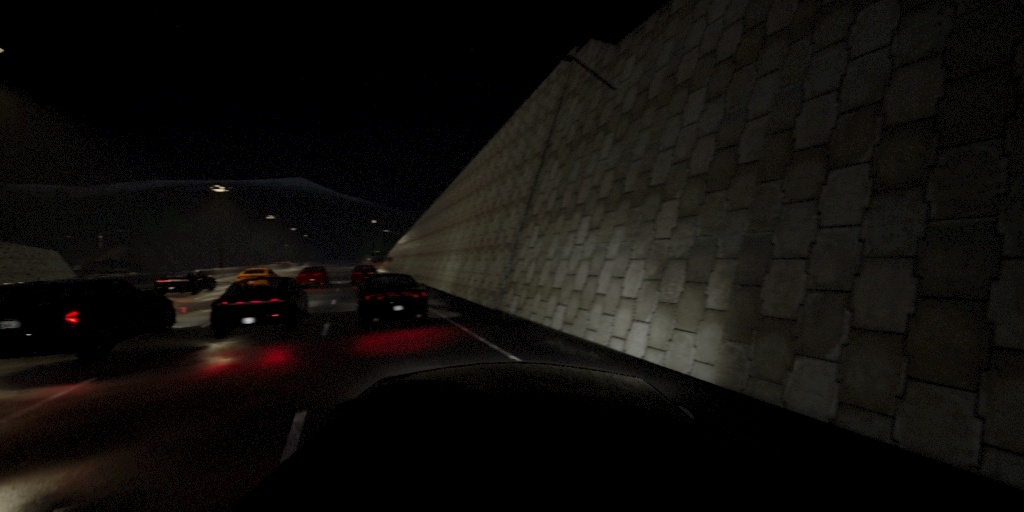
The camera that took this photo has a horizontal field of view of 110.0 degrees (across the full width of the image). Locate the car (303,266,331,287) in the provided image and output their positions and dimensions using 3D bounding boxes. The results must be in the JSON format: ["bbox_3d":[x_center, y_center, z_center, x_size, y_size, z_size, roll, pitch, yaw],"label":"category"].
[{"bbox_3d":[-14.983,1.529,27.275,1.882,1.535,5.008,-1,0,-25],"label":"car"}]

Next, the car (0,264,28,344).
[{"bbox_3d":[-13.390,1.258,7.070,2.150,2.045,5.566,-1,0,-25],"label":"car"}]

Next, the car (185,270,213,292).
[{"bbox_3d":[-20.666,1.671,22.881,2.128,1.511,4.902,-1,0,-25],"label":"car"}]

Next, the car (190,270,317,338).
[{"bbox_3d":[-7.503,1.396,11.032,2.128,1.511,4.902,-1,0,-25],"label":"car"}]

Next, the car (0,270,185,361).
[{"bbox_3d":[-10.242,1.318,8.605,2.097,1.767,4.553,-1,0,-25],"label":"car"}]

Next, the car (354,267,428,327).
[{"bbox_3d":[-4.185,1.309,12.190,1.882,1.535,5.008,-1,0,-25],"label":"car"}]

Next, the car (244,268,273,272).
[{"bbox_3d":[-18.160,1.600,25.806,1.882,1.535,5.008,-1,0,-25],"label":"car"}]

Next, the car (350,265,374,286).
[{"bbox_3d":[-11.811,1.459,28.751,1.882,1.535,5.008,-1,0,-25],"label":"car"}]
